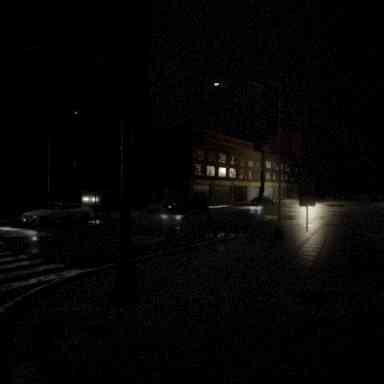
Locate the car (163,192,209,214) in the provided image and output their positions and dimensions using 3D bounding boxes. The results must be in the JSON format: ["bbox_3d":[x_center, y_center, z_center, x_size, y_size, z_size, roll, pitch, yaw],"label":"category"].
[{"bbox_3d":[-0.467,1.025,33.083,2.150,2.045,5.566,1,1,35],"label":"car"}]

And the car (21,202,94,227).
[{"bbox_3d":[-8.602,1.382,21.664,1.812,1.442,4.674,1,1,35],"label":"car"}]

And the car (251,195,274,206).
[{"bbox_3d":[10.106,1.226,47.805,2.128,1.511,4.902,1,1,36],"label":"car"}]
